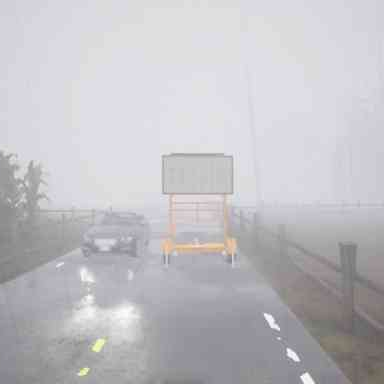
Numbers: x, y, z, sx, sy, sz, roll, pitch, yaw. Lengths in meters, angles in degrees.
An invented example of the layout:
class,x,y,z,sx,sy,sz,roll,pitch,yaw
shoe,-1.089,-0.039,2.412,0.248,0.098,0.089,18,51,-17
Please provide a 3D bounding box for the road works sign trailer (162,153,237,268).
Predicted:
class,x,y,z,sx,sy,sz,roll,pitch,yaw
road works sign trailer,0.185,0.485,11.356,2.380,3.560,2.880,0,0,-2

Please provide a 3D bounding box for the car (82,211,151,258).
class,x,y,z,sx,sy,sz,roll,pitch,yaw
car,-2.740,1.518,12.907,2.128,1.511,4.902,0,0,0
